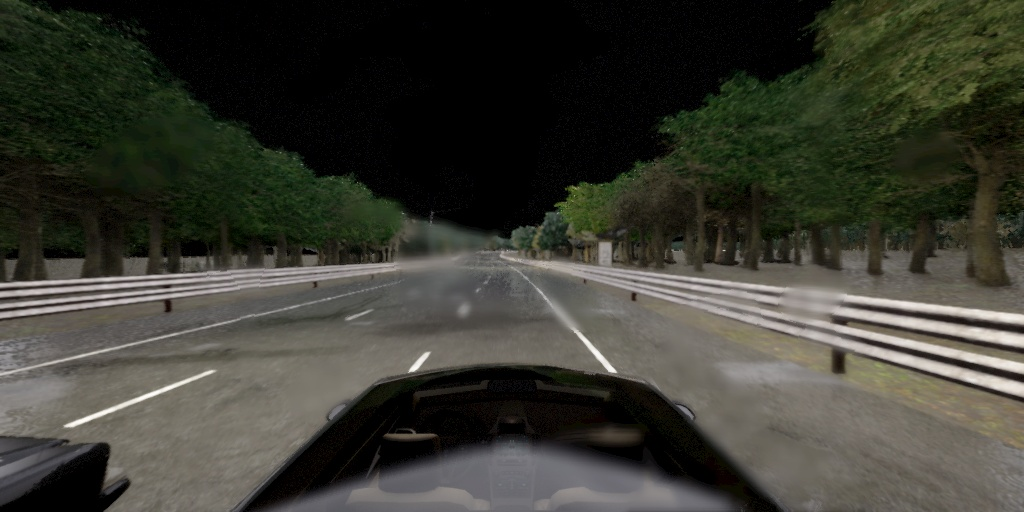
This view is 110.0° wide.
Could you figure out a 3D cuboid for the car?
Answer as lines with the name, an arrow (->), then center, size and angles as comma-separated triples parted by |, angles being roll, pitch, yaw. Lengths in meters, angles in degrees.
car -> -3.408, 1.353, 0.132 | 1.895, 1.301, 4.718 | 0, 0, 0
